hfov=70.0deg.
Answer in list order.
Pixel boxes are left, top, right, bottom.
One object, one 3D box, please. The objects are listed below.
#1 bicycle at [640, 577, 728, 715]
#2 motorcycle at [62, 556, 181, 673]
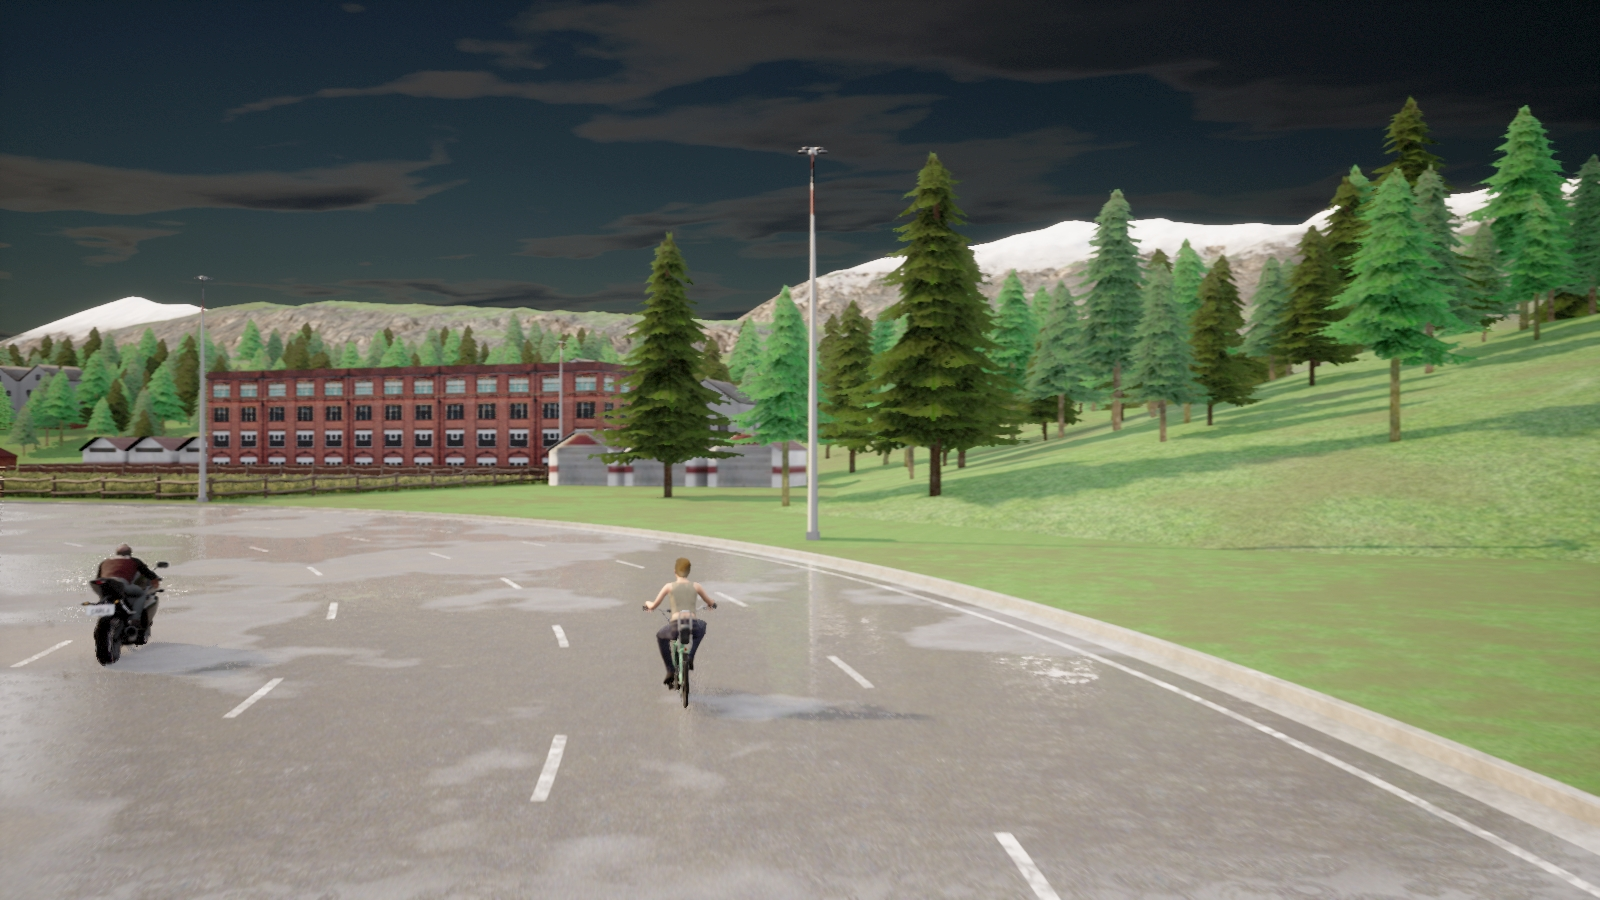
[{"bbox_3d":[-1.336,2.167,12.898,0.859,1.276,1.487,0,0,-11],"label":"bicycle"},{"bbox_3d":[-9.343,2.219,15.835,0.867,1.251,2.209,-2,0,-16],"label":"motorcycle"}]
